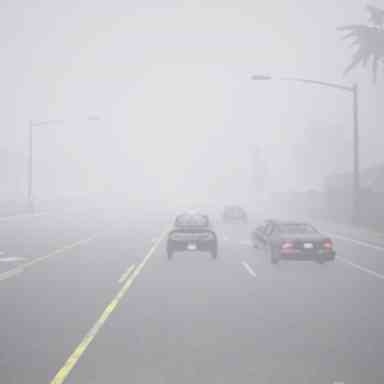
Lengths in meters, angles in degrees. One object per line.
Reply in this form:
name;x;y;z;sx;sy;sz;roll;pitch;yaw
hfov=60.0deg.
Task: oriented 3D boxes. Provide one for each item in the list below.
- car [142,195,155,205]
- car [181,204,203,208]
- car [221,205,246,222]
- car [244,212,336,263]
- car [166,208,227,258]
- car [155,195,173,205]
car;-8.721;1.571;69.586;2.150;2.045;5.566;0;0;12
car;0.012;1.746;28.860;1.812;1.442;4.674;0;0;0
car;3.508;1.782;28.468;1.994;1.385;4.181;0;0;0
car;3.505;1.686;12.531;2.033;1.411;5.357;0;0;0
car;0.012;1.641;13.479;2.128;1.511;4.902;0;0;0
car;-5.469;1.678;68.175;2.097;1.767;4.553;0;0;12
